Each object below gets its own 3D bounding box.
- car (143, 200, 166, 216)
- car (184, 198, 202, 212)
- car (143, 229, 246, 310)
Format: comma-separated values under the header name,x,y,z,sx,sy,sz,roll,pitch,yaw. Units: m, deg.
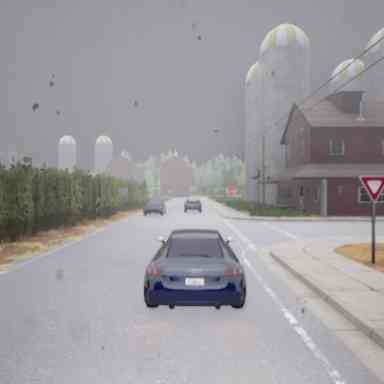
name,x,y,z,sx,sy,sz,roll,pitch,yaw
car,-3.579,1.520,32.802,2.033,1.411,5.357,0,0,0
car,0.107,1.460,37.713,2.128,1.511,4.902,0,0,0
car,0.079,1.557,7.900,1.994,1.385,4.181,0,0,1
